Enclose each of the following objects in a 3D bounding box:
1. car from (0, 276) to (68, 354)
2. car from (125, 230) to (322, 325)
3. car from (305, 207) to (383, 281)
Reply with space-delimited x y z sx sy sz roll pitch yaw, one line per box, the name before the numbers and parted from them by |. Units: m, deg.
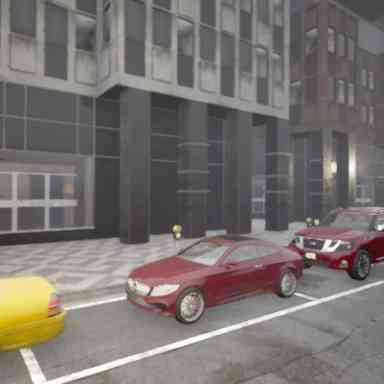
car | -4.027 1.514 3.779 4.829 1.417 1.752 1 -1 -35
car | 0.673 1.625 7.129 4.206 1.307 1.802 1 -1 -35
car | 5.236 1.411 10.383 5.009 1.841 2.192 1 -1 -35
